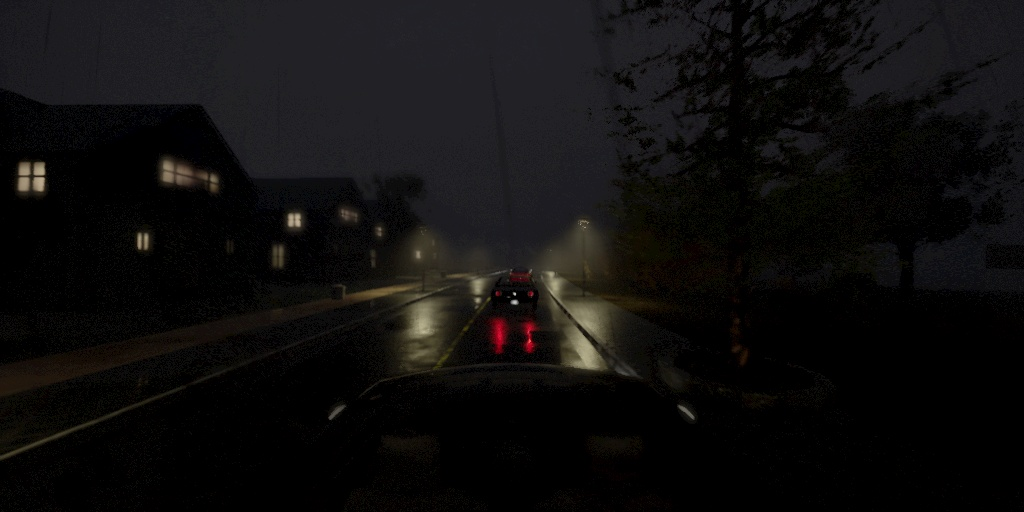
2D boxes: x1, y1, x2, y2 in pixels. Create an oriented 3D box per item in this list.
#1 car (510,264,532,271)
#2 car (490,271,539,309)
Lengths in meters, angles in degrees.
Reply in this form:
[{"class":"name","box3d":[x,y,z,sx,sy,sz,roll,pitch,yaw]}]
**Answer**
[{"class":"car","box3d":[0.786,1.628,31.037,1.994,1.385,4.181,0,-1,4]},{"class":"car","box3d":[0.161,1.496,15.907,1.895,1.301,4.718,0,-1,2]}]
